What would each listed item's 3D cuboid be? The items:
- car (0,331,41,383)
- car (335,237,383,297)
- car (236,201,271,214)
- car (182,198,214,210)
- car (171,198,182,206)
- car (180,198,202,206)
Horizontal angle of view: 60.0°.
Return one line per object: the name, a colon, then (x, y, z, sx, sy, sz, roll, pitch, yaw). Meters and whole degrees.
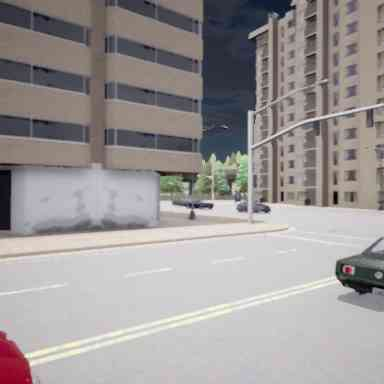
car: (-3.184, 1.591, 1.480, 4.718, 1.301, 1.895, 0, 0, -35)
car: (5.422, 1.648, 7.631, 4.718, 1.301, 1.895, 0, 0, -35)
car: (7.030, 1.714, 38.165, 1.994, 1.385, 4.181, 0, 0, -36)
car: (1.015, 1.750, 46.463, 1.895, 1.301, 4.718, 0, 0, -36)
car: (-1.836, 1.732, 56.639, 1.994, 1.385, 4.181, 0, 0, -36)
car: (-0.271, 1.789, 60.763, 1.895, 1.301, 4.718, 0, 0, -32)
